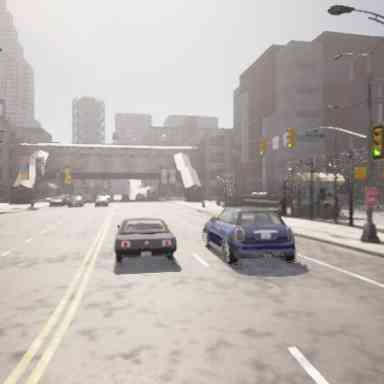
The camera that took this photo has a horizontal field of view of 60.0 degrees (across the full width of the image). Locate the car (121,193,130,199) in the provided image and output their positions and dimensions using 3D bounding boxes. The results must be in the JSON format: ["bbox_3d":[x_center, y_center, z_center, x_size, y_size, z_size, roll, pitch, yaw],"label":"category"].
[{"bbox_3d":[-17.231,1.104,86.434,2.128,1.511,4.902,0,0,-12],"label":"car"}]

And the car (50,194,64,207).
[{"bbox_3d":[-19.679,1.320,49.200,2.097,1.535,5.008,0,0,-12],"label":"car"}]

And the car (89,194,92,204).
[{"bbox_3d":[-18.851,1.139,59.274,2.097,1.767,4.553,0,0,-11],"label":"car"}]

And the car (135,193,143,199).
[{"bbox_3d":[-13.804,1.085,87.144,1.812,1.442,4.674,0,0,-12],"label":"car"}]

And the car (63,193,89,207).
[{"bbox_3d":[-16.385,1.327,47.297,2.128,1.511,4.902,0,0,-11],"label":"car"}]

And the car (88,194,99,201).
[{"bbox_3d":[-21.782,1.203,73.518,1.882,1.535,5.008,0,0,-11],"label":"car"}]

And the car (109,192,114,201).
[{"bbox_3d":[-16.016,1.304,62.930,2.033,1.411,5.357,0,0,-12],"label":"car"}]

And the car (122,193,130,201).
[{"bbox_3d":[-15.180,1.183,76.222,1.837,1.490,4.892,0,0,-11],"label":"car"}]

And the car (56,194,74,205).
[{"bbox_3d":[-21.134,1.170,55.460,2.185,1.767,4.553,0,0,-12],"label":"car"}]

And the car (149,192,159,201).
[{"bbox_3d":[-9.235,1.236,80.434,1.895,1.301,4.718,0,0,-12],"label":"car"}]

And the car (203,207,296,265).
[{"bbox_3d":[1.790,1.286,11.765,2.097,1.767,4.553,0,0,-10],"label":"car"}]

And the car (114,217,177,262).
[{"bbox_3d":[-1.763,1.548,12.037,1.895,1.301,4.718,0,0,-11],"label":"car"}]

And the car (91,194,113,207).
[{"bbox_3d":[-13.031,1.363,48.385,2.033,1.411,5.357,0,0,-11],"label":"car"}]

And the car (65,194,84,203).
[{"bbox_3d":[-23.308,1.253,66.014,2.231,1.521,4.892,0,0,-2],"label":"car"}]

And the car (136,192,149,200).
[{"bbox_3d":[-11.754,1.191,76.937,2.128,1.511,4.902,0,0,-11],"label":"car"}]
